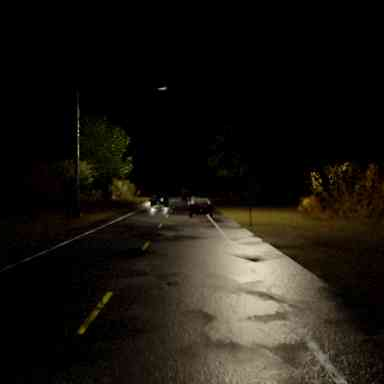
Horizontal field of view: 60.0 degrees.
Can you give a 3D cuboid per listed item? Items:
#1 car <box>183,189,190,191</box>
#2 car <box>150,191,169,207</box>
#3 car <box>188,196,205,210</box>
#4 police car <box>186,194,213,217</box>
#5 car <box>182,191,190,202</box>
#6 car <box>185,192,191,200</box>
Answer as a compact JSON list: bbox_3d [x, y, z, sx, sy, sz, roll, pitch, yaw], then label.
[{"bbox_3d":[-1.339,0.385,82.719,2.150,2.045,5.566,0,1,-1],"label":"car"},{"bbox_3d":[-4.233,0.905,43.933,2.150,2.045,5.566,0,0,-1],"label":"car"},{"bbox_3d":[0.504,1.250,38.346,1.812,1.442,4.674,0,0,-1],"label":"car"},{"bbox_3d":[0.684,1.223,28.457,1.930,1.638,5.238,0,0,-1],"label":"police car"},{"bbox_3d":[-0.981,1.066,63.129,2.033,1.411,5.357,0,0,-1],"label":"car"},{"bbox_3d":[0.395,1.154,44.344,1.882,1.535,5.008,0,0,-1],"label":"car"}]
